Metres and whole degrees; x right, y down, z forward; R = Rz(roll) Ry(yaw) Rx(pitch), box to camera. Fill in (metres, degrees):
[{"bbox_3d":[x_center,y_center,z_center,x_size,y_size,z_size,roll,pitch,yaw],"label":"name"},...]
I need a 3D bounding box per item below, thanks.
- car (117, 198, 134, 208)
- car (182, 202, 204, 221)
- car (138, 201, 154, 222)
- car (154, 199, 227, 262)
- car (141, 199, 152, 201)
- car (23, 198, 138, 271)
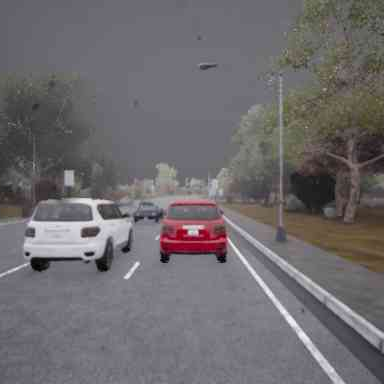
[{"bbox_3d":[-10.564,1.687,53.153,1.837,1.490,4.892,0,0,0],"label":"car"},{"bbox_3d":[0.072,1.636,29.501,1.812,1.442,4.674,0,0,0],"label":"car"},{"bbox_3d":[-3.440,1.704,27.091,1.895,1.301,4.718,0,0,0],"label":"car"},{"bbox_3d":[0.063,1.282,12.491,2.150,2.045,5.566,0,0,0],"label":"car"},{"bbox_3d":[-7.079,1.776,51.057,1.895,1.301,4.718,0,0,0],"label":"car"},{"bbox_3d":[-3.441,1.266,11.179,2.150,2.045,5.566,0,-1,0],"label":"car"}]
